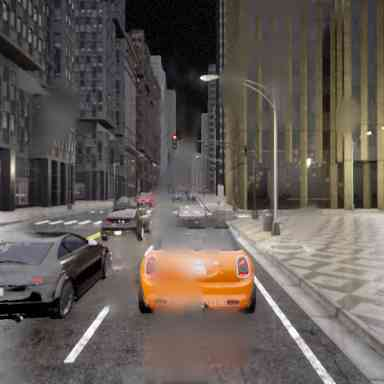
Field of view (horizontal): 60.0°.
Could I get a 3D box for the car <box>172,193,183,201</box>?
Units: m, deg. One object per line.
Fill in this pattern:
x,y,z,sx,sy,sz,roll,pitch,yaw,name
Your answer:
-3.339,1.157,74.296,2.097,1.767,4.553,0,0,0,car

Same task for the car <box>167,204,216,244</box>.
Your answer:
0.012,1.476,16.788,2.128,1.511,4.902,0,0,1,car

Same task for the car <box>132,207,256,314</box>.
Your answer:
0.095,1.348,7.781,2.097,1.767,4.553,0,0,0,car

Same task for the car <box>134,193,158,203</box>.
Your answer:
-6.646,1.129,48.182,2.150,2.045,5.566,0,0,0,car

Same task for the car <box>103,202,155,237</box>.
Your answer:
-3.167,1.490,16.581,1.837,1.490,4.892,0,0,0,car

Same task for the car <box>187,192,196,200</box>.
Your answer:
-0.101,0.960,84.305,2.097,1.767,4.553,0,0,0,car

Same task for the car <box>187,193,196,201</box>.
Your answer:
-0.089,1.326,74.331,1.812,1.442,4.674,0,0,0,car

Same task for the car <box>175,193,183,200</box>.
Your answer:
-3.351,1.105,84.332,1.837,1.490,4.892,0,0,0,car

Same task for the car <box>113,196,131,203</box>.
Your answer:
-9.898,1.414,47.150,1.837,1.490,4.892,0,0,0,car

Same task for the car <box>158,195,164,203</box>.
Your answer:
-6.609,1.368,65.421,1.812,1.442,4.674,0,0,0,car

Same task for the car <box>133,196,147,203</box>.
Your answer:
-9.873,1.413,63.651,1.994,1.385,4.181,0,0,0,car

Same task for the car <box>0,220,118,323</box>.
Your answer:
-3.160,1.560,7.316,1.994,1.385,4.181,0,0,0,car
